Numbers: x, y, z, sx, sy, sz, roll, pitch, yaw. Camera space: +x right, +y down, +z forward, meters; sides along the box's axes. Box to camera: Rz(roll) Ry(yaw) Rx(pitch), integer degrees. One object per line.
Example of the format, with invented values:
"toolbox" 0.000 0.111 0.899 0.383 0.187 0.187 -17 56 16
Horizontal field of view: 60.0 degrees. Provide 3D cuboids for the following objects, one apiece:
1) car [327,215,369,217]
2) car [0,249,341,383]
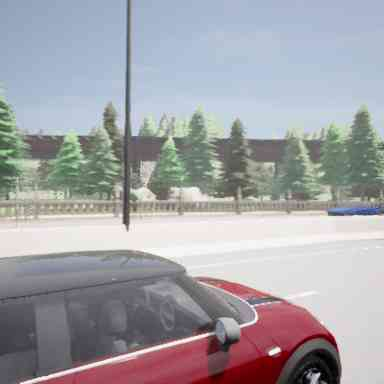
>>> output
"car" 14.729 1.786 30.403 5.008 1.535 1.882 1 0 -19
"car" -0.645 1.354 3.095 4.553 1.767 2.097 1 0 -35
